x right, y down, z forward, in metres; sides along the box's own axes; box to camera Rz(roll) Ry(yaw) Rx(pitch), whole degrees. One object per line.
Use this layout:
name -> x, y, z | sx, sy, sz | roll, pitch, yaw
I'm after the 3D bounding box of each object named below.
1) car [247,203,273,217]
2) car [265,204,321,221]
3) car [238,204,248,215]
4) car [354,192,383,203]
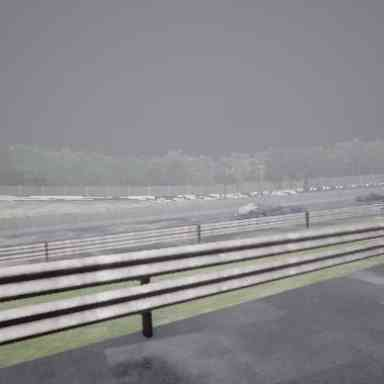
car -> 9.171, 2.040, 37.130 | 4.902, 1.511, 2.128 | -4, 2, -24
car -> 10.577, 2.119, 33.925 | 5.357, 1.411, 2.033 | -4, 2, -24
car -> 7.761, 2.043, 40.334 | 4.674, 1.442, 1.812 | -4, 2, -24
car -> 26.088, 0.726, 48.378 | 5.357, 1.411, 2.033 | -4, 2, -24
